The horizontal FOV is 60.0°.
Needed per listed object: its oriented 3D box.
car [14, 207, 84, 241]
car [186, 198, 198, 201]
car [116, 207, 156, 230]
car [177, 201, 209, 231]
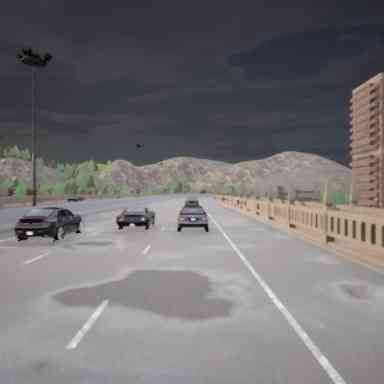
[{"bbox_3d":[-6.929,1.509,16.613,1.837,1.490,4.892,0,0,0],"label":"car"},{"bbox_3d":[0.024,1.507,42.667,1.837,1.490,4.892,0,0,0],"label":"car"},{"bbox_3d":[-3.437,1.604,21.321,1.895,1.301,4.718,0,0,0],"label":"car"},{"bbox_3d":[0.064,1.549,20.700,2.033,1.411,5.357,0,0,0],"label":"car"}]
